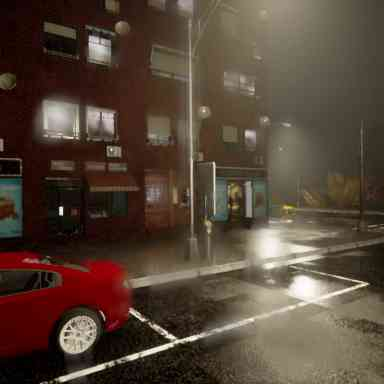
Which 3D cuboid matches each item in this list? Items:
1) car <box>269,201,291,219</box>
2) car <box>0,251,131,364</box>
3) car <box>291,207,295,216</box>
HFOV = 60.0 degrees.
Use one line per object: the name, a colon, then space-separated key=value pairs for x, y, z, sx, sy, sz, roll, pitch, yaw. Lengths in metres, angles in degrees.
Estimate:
car: x=5.875 y=1.410 z=30.417 sx=2.150 sy=2.045 sz=5.566 roll=-1 pitch=0 yaw=-35
car: x=-3.055 y=1.545 z=4.395 sx=4.507 sy=1.381 sz=1.887 roll=0 pitch=-1 yaw=-35
car: x=7.890 y=1.633 z=33.220 sx=1.882 sy=1.535 sz=5.008 roll=-1 pitch=0 yaw=-35
